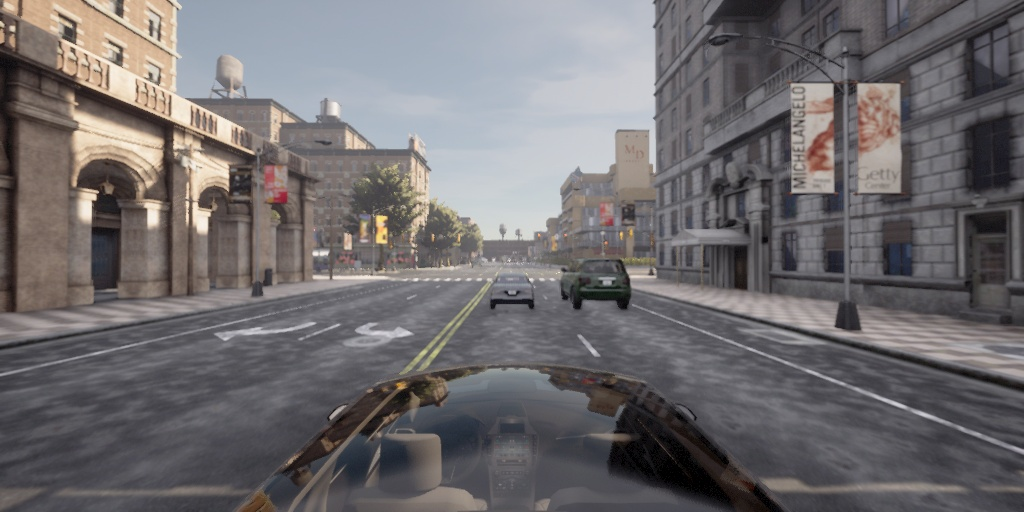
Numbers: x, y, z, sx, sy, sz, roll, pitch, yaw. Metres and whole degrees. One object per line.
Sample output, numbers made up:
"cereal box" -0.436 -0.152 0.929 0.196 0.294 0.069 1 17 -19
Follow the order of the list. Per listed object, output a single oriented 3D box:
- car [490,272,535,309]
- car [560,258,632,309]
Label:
"car" 0.001 1.430 15.840 2.033 1.411 5.357 0 -1 0
"car" 3.502 1.099 15.880 2.150 2.045 5.566 0 0 0
